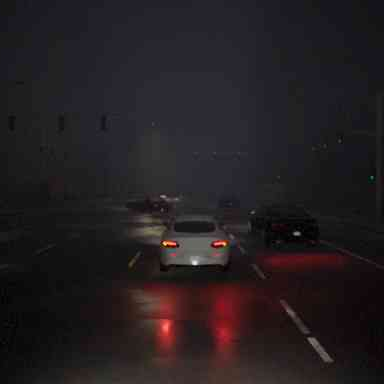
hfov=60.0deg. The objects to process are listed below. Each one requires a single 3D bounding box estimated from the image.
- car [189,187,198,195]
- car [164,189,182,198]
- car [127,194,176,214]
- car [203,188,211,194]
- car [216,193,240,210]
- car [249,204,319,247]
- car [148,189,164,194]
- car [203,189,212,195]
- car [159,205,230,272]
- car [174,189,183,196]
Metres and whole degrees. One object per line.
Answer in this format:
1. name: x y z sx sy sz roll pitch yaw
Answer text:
1. car: 0.299 0.078 80.941 1.895 1.301 4.718 0 1 1
2. car: -3.523 0.306 62.592 1.882 1.535 5.008 0 1 1
3. car: -3.698 1.075 28.029 1.895 1.301 4.718 -1 1 -37
4. car: 3.959 -0.248 91.081 2.033 1.411 5.357 0 1 1
5. car: 3.449 0.873 32.249 1.882 1.535 5.008 0 1 0
6. car: 3.577 1.218 13.738 1.882 1.535 5.008 0 1 0
7. car: -7.021 0.307 62.587 1.882 1.535 5.008 0 1 1
8. car: 3.798 -0.038 80.853 1.882 1.535 5.008 0 1 1
9. car: 0.059 1.336 9.990 1.812 1.442 4.674 0 1 0
10. car: -3.245 0.036 78.142 1.837 1.490 4.892 0 1 1
